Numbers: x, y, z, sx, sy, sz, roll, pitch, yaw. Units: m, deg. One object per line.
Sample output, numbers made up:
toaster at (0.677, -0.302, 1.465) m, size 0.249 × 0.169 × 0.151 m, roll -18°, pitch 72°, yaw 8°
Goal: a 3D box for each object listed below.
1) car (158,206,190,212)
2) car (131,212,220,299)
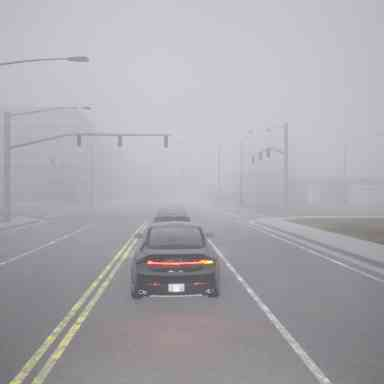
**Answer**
car at (-1.079, 1.478, 17.976) m, size 1.882 × 1.535 × 5.008 m, roll 0°, pitch 0°, yaw -4°
car at (-0.442, 1.505, 8.503) m, size 1.837 × 1.490 × 4.892 m, roll 0°, pitch 0°, yaw -4°
